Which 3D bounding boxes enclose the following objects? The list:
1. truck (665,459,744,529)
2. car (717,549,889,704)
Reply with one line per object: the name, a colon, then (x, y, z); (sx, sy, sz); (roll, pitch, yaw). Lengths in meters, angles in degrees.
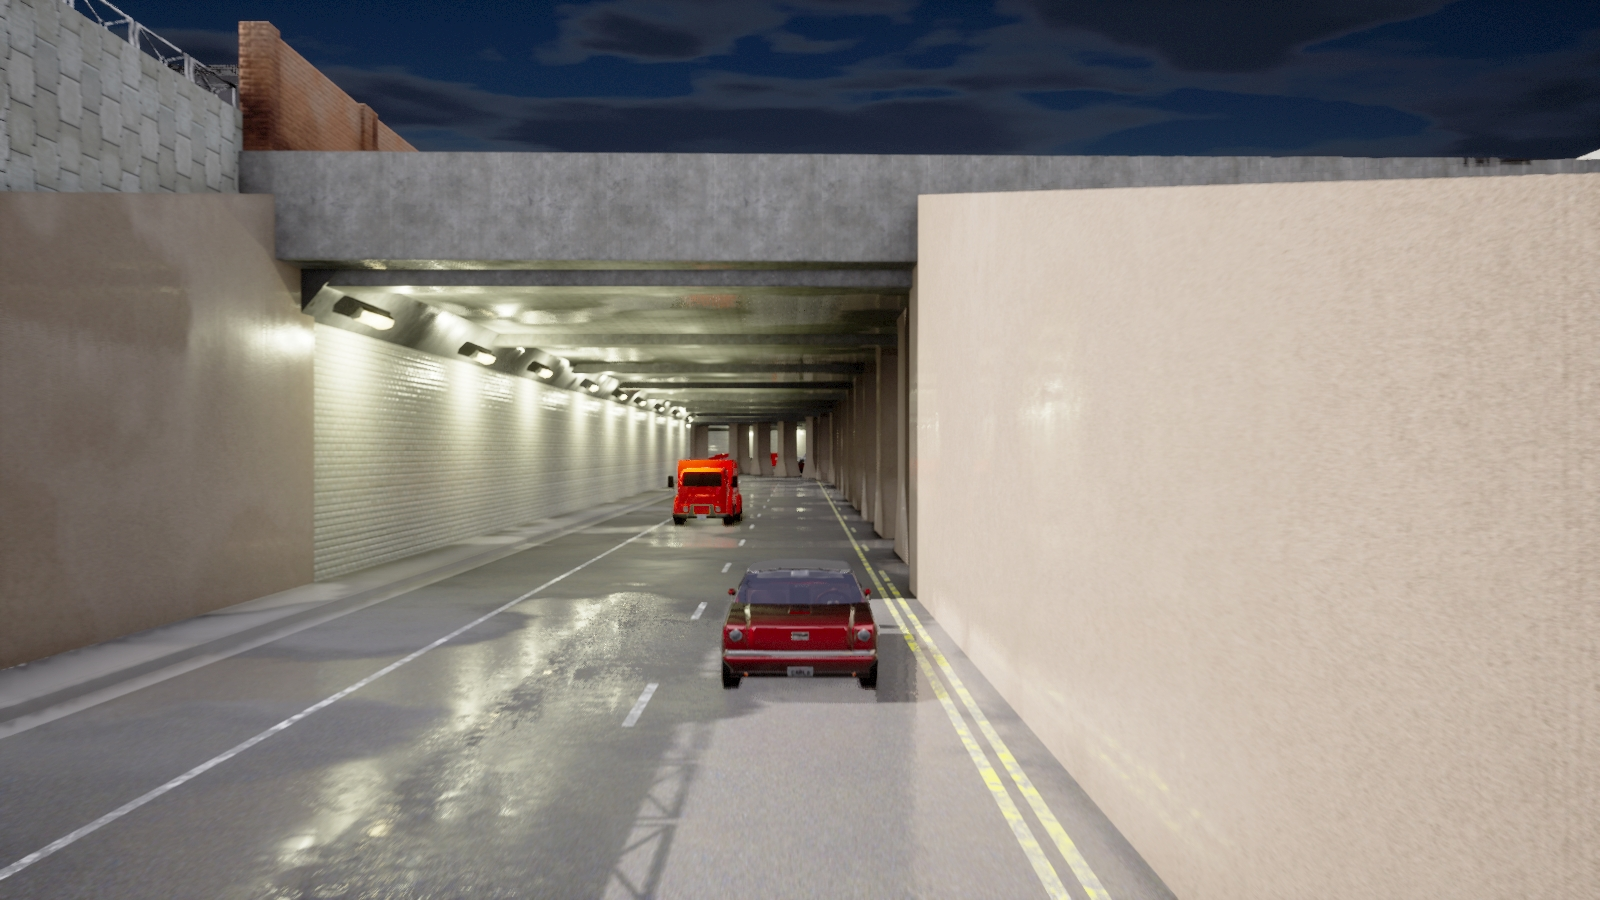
truck: (-3.526, 1.576, 43.160); (2.627, 2.467, 5.204); (0, 0, -1)
car: (0.032, 2.158, 14.990); (1.895, 1.301, 4.718); (0, 0, 0)
